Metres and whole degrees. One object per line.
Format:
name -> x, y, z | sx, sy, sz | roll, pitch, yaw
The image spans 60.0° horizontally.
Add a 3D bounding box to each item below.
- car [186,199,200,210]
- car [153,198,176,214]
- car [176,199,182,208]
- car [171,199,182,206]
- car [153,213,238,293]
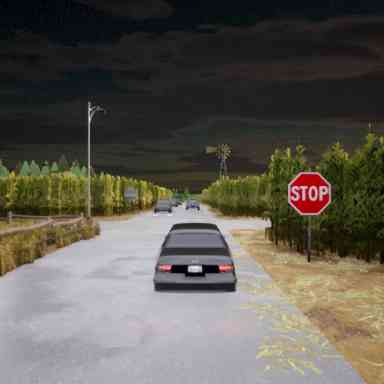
car -> 0.112, 1.697, 46.236 | 2.033, 1.411, 5.357 | 0, 0, 0
car -> -3.188, 1.642, 37.538 | 1.837, 1.490, 4.892 | 0, 0, 0
car -> -3.174, 1.673, 52.874 | 2.128, 1.511, 4.902 | 0, -1, 0
car -> -3.093, 2.095, 68.283 | 1.994, 1.385, 4.181 | 0, -1, 0
car -> 0.073, 1.544, 8.987 | 2.033, 1.411, 5.357 | 0, 0, 0
